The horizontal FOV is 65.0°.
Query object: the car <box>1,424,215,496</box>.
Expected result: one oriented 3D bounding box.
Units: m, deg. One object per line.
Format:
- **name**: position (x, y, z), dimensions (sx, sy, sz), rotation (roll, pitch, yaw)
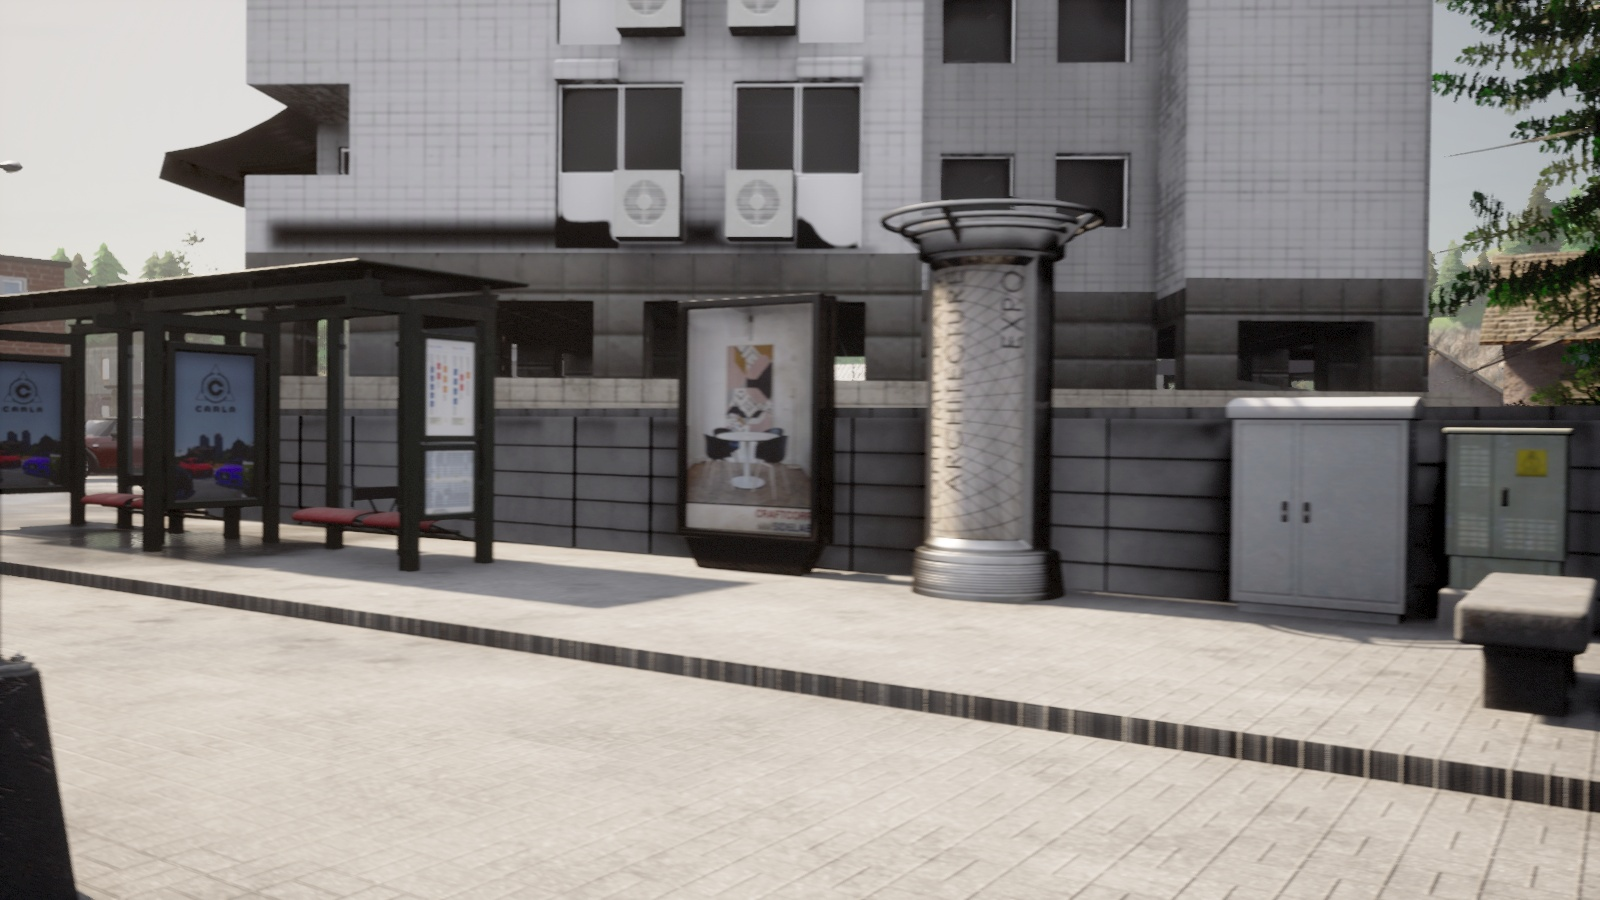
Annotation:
- **car**: position (-18.402, 0.211, 33.594), dimensions (2.097, 1.767, 4.553), rotation (0, 1, 34)
